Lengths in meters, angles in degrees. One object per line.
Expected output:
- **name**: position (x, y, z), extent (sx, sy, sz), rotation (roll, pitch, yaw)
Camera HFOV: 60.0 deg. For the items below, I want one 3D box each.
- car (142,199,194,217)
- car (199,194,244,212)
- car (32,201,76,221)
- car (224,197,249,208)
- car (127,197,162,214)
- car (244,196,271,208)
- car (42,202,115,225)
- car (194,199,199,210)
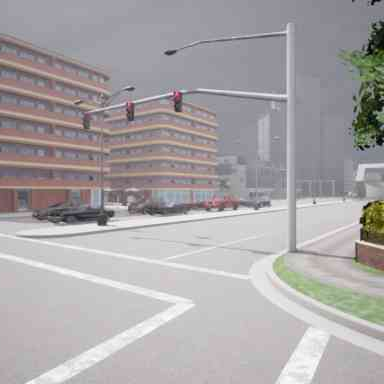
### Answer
- **car**: position (-2.221, 1.601, 31.889), extent (1.895, 1.301, 4.718), rotation (0, 0, 36)
- **car**: position (3.644, 1.221, 39.929), extent (2.150, 2.045, 5.566), rotation (0, 0, 36)
- **car**: position (-10.282, 1.506, 26.766), extent (1.837, 1.490, 4.892), rotation (0, 0, 36)
- **car**: position (6.765, 1.526, 50.110), extent (1.812, 1.442, 4.674), rotation (0, 0, 36)
- **car**: position (-4.574, 1.352, 34.594), extent (2.097, 1.767, 4.553), rotation (0, 0, 35)
- **car**: position (9.698, 1.352, 48.193), extent (2.097, 1.767, 4.553), rotation (0, 0, 36)
- **car**: position (-7.934, 1.601, 24.054), extent (1.895, 1.301, 4.718), rotation (0, 0, 34)
- **car**: position (0.711, 1.601, 41.851), extent (1.895, 1.301, 4.718), rotation (0, 0, 36)
